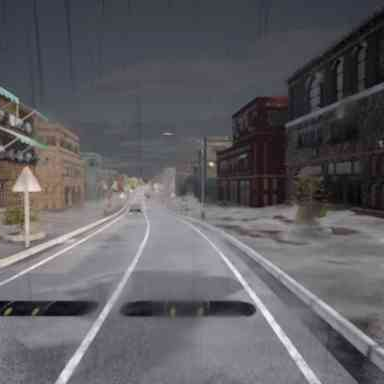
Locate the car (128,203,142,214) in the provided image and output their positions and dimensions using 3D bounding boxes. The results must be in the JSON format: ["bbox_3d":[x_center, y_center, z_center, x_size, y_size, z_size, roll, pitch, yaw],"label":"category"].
[{"bbox_3d":[-8.763,2.534,51.332,1.837,1.490,4.892,0,-1,-8],"label":"car"}]
